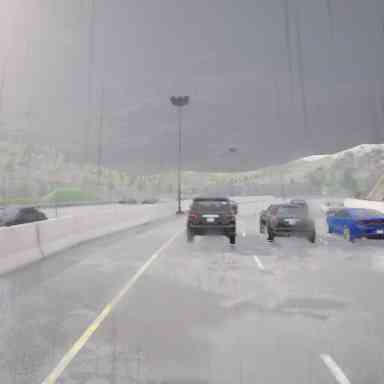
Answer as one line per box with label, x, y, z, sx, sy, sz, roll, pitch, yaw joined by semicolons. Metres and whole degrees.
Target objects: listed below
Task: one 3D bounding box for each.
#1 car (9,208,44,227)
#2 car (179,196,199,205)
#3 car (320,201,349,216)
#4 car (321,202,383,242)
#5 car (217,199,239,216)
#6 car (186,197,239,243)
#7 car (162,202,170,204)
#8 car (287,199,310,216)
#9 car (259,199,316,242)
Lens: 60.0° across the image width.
car;-9.554;1.510;17.787;1.812;1.442;4.674;0;0;6
car;-0.467;1.495;59.029;1.882;1.535;5.008;0;0;19
car;14.426;1.644;33.914;1.895;1.301;4.718;0;0;12
car;8.075;1.501;16.318;1.882;1.535;5.008;0;0;6
car;3.768;1.545;34.186;1.812;1.442;4.674;0;0;11
car;1.018;1.229;16.290;2.150;2.045;5.566;0;0;6
car;-4.444;1.534;58.173;1.812;1.442;4.674;0;0;18
car;11.023;1.541;34.628;1.837;1.490;4.892;0;0;12
car;4.603;1.368;16.635;2.097;1.767;4.553;0;0;6
